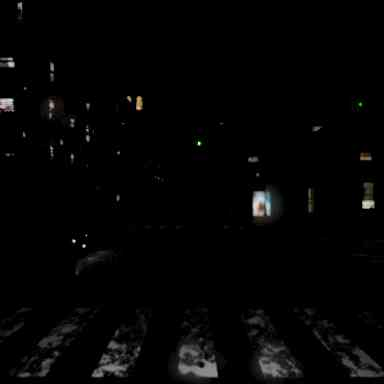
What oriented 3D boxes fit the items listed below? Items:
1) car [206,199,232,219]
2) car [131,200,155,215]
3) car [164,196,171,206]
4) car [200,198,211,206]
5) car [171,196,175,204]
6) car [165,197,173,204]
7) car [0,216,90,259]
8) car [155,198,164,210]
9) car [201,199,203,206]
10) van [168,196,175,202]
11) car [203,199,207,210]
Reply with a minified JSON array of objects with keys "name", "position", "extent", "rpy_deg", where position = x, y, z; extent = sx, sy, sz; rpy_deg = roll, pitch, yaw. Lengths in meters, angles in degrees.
[{"name":"car","position":[2.687,1.642,31.586],"extent":[1.967,1.590,4.097],"rpy_deg":[0,0,0]},{"name":"car","position":[-5.692,1.792,37.271],"extent":[2.008,1.369,4.403],"rpy_deg":[0,0,0]},{"name":"car","position":[-5.690,1.972,65.584],"extent":[1.752,1.417,4.829],"rpy_deg":[0,0,0]},{"name":"car","position":[2.691,1.999,65.765],"extent":[2.008,1.369,4.403],"rpy_deg":[-1,0,0]},{"name":"car","position":[-5.690,1.975,77.146],"extent":[1.967,1.590,4.097],"rpy_deg":[0,0,0]},{"name":"car","position":[-5.688,2.104,82.672],"extent":[1.752,1.417,4.829],"rpy_deg":[-1,0,0]},{"name":"car","position":[-6.705,1.627,12.411],"extent":[5.357,1.411,2.033],"rpy_deg":[0,0,0]},{"name":"car","position":[-5.691,1.873,48.664],"extent":[2.008,1.369,4.403],"rpy_deg":[0,0,0]},{"name":"car","position":[2.689,1.873,48.676],"extent":[2.008,1.369,4.403],"rpy_deg":[0,0,0]},{"name":"van","position":[-5.688,2.013,94.237],"extent":[1.690,1.788,3.998],"rpy_deg":[-1,0,0]},{"name":"car","position":[2.689,1.864,42.979],"extent":[1.802,1.307,4.206],"rpy_deg":[0,0,0]}]
